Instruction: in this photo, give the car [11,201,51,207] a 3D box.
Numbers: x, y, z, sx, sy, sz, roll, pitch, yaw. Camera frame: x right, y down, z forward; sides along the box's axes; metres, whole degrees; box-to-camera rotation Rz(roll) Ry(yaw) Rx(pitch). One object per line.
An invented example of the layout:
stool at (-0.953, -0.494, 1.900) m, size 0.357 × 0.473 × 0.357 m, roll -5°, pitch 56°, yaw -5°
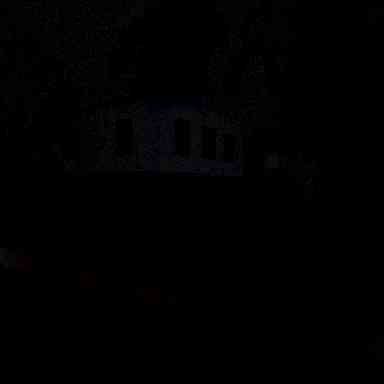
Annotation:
car at (-14.724, 1.528, 29.203) m, size 2.033 × 1.411 × 5.357 m, roll 0°, pitch 0°, yaw 29°
